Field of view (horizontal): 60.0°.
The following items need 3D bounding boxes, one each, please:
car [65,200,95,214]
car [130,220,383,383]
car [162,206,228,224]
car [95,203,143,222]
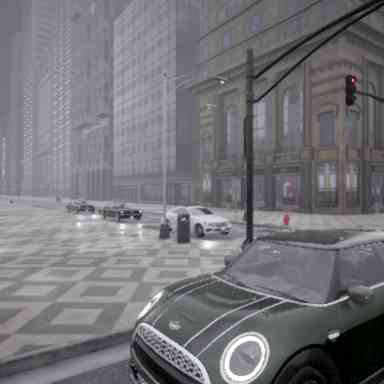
[{"bbox_3d":[-11.519,1.494,34.263,1.895,1.301,4.718,0,0,-35],"label":"car"},{"bbox_3d":[1.500,1.351,4.435,4.553,1.767,2.097,0,0,-35],"label":"car"},{"bbox_3d":[0.101,1.472,17.842,1.812,1.442,4.674,0,0,-37],"label":"car"},{"bbox_3d":[-5.645,1.519,25.967,1.895,1.301,4.718,0,0,-35],"label":"car"}]
